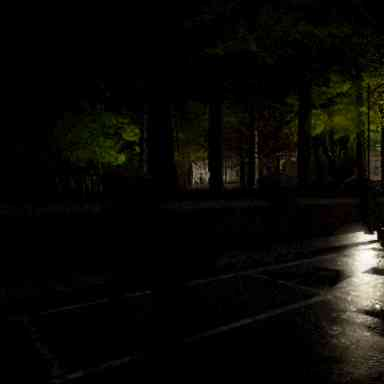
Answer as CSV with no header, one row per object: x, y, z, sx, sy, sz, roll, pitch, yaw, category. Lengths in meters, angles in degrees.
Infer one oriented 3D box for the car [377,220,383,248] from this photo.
9.405,1.290,13.246,5.009,1.841,2.192,0,0,-36,car
